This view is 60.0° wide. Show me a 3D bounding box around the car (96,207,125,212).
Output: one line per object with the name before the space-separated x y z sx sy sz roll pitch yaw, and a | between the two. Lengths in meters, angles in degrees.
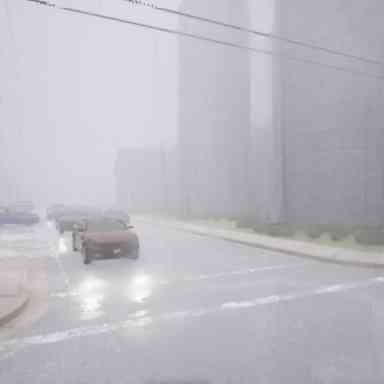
car | -6.602 2.040 27.986 1.994 1.385 4.181 0 -1 -26

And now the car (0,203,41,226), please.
car | -15.181 2.054 27.790 4.611 1.667 2.242 0 -1 -25

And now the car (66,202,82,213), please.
car | -19.209 2.464 53.831 1.882 1.535 5.008 0 -1 -26

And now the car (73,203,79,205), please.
car | -15.152 2.386 45.557 1.994 1.385 4.181 0 -1 -24

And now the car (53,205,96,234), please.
car | -8.098 1.896 22.603 1.882 1.535 5.008 0 -1 -26

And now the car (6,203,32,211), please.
car | -31.911 2.749 61.560 4.193 1.474 1.816 0 -1 -25

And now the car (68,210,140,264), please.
car | -3.509 1.709 13.119 1.882 1.535 5.008 0 -1 -26

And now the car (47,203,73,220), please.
car | -14.390 2.026 35.639 2.097 1.767 4.553 0 -1 -26

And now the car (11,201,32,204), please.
car | -25.599 2.315 49.639 3.866 1.878 1.905 0 -1 -25
